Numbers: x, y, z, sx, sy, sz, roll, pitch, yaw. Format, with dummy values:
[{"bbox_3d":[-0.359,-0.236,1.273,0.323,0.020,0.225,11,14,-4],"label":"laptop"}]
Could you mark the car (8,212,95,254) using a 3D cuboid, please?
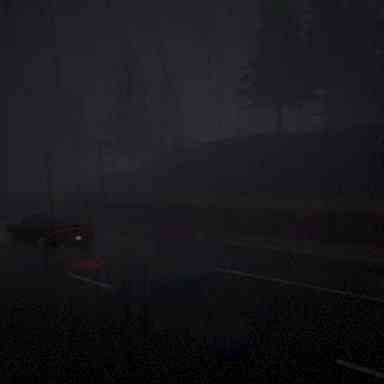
[{"bbox_3d":[-6.106,1.579,14.115,5.008,1.535,1.882,-1,-1,42],"label":"car"}]
